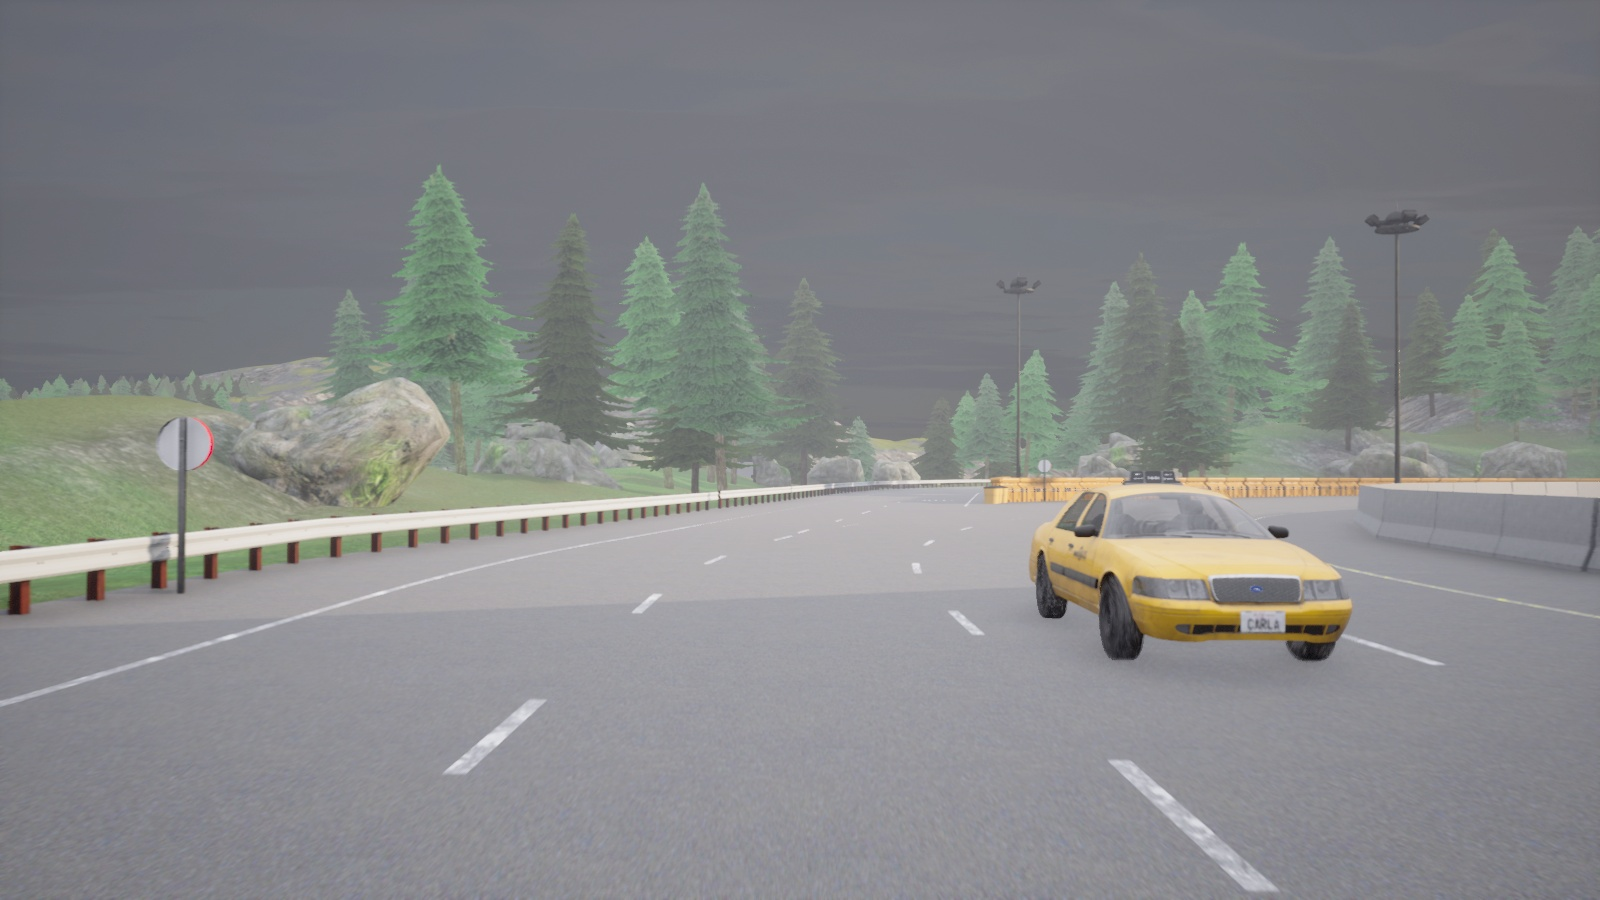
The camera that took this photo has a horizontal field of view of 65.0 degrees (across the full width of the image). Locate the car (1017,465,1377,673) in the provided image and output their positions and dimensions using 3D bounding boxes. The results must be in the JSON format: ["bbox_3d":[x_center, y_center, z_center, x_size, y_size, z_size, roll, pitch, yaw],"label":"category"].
[{"bbox_3d":[3.471,0.944,12.214,1.801,1.575,5.366,0,-1,0],"label":"car"}]
